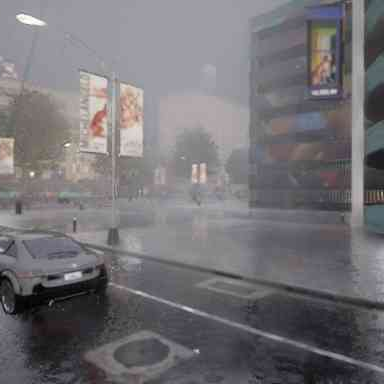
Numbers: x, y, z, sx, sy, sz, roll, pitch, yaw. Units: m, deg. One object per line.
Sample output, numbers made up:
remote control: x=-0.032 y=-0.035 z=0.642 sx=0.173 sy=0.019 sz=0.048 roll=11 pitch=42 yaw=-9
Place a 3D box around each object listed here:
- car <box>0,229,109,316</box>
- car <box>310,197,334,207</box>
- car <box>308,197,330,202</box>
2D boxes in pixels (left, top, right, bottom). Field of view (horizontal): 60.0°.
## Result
car: x=-3.762 y=1.553 z=7.617 sx=4.181 sy=1.385 sz=1.994 roll=0 pitch=0 yaw=41
car: x=21.126 y=1.532 z=53.943 sx=2.161 sy=1.482 sz=4.786 roll=0 pitch=0 yaw=42
car: x=16.008 y=1.411 z=42.130 sx=2.002 sy=1.452 sz=4.674 roll=0 pitch=0 yaw=42
